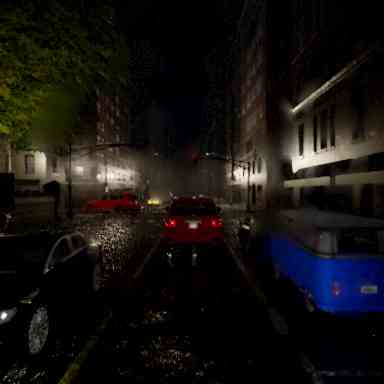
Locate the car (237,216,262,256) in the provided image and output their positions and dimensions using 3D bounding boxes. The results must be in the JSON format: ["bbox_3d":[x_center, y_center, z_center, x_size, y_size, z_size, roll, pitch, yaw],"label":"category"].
[{"bbox_3d":[2.848,1.548,12.862,1.947,1.339,4.313,0,0,0],"label":"car"}]

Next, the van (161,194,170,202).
[{"bbox_3d":[-5.707,1.277,72.650,1.690,1.788,3.998,0,0,0],"label":"van"}]

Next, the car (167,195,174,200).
[{"bbox_3d":[-5.713,1.458,88.832,1.752,1.417,4.829,0,0,0],"label":"car"}]

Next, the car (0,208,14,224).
[{"bbox_3d":[-5.676,1.323,7.158,2.192,1.841,5.009,0,0,0],"label":"car"}]

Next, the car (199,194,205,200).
[{"bbox_3d":[2.809,1.438,94.651,1.752,1.417,4.829,0,0,0],"label":"car"}]

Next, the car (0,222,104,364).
[{"bbox_3d":[-3.005,1.495,6.049,2.128,1.511,4.902,0,0,0],"label":"car"}]

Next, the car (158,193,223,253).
[{"bbox_3d":[0.061,1.211,13.849,2.150,2.045,5.566,0,0,0],"label":"car"}]

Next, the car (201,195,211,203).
[{"bbox_3d":[2.821,1.359,67.239,1.967,1.590,4.097,0,0,0],"label":"car"}]

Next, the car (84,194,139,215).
[{"bbox_3d":[-7.947,1.195,33.064,5.566,2.045,2.150,0,-2,19],"label":"car"}]

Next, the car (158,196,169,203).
[{"bbox_3d":[-5.703,1.484,67.199,1.887,1.381,4.507,0,0,0],"label":"car"}]

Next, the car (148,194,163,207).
[{"bbox_3d":[-5.695,1.478,50.677,1.752,1.417,4.829,0,0,0],"label":"car"}]

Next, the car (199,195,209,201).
[{"bbox_3d":[2.817,1.465,78.136,2.008,1.369,4.403,0,0,0],"label":"car"}]

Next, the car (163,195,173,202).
[{"bbox_3d":[-5.708,1.485,78.101,2.008,1.369,4.403,0,0,0],"label":"car"}]

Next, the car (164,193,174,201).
[{"bbox_3d":[-5.712,1.248,83.551,2.192,1.841,5.009,0,0,0],"label":"car"}]

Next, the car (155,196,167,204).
[{"bbox_3d":[-5.700,1.487,61.748,1.887,1.381,4.507,0,0,0],"label":"car"}]

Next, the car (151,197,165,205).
[{"bbox_3d":[-5.698,1.498,56.297,2.008,1.369,4.403,0,0,0],"label":"car"}]

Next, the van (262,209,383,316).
[{"bbox_3d":[2.849,1.329,7.202,1.690,1.788,3.998,0,0,0],"label":"van"}]
